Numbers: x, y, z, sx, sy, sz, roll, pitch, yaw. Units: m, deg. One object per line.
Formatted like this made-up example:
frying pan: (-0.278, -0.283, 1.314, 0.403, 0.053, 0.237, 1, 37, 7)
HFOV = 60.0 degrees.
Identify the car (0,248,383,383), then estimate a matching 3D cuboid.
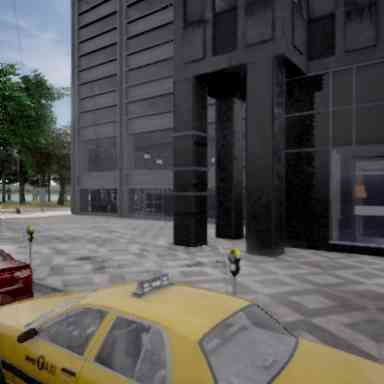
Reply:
car: (-0.587, 1.515, 3.377, 4.829, 1.417, 1.752, 0, 0, 35)
